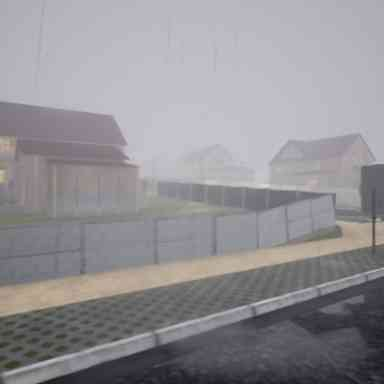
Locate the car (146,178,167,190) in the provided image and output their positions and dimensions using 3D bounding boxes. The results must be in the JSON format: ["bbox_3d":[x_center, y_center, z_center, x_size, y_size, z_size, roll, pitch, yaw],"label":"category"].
[{"bbox_3d":[-5.214,-1.124,46.823,2.097,1.767,4.553,0,3,-29],"label":"car"}]
